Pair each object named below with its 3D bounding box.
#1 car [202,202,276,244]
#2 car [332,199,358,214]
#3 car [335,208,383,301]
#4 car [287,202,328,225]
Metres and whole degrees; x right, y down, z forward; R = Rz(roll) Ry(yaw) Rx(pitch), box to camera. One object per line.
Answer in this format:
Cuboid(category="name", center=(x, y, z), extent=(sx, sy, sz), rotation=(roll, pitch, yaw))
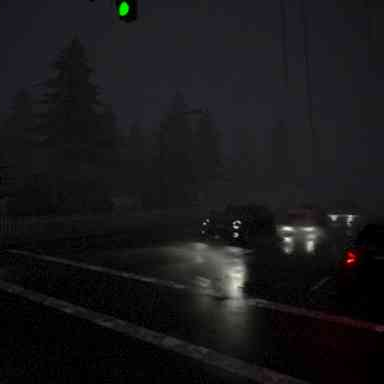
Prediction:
Cuboid(category="car", center=(2.397, 1.399, 16.333), extent=(2.097, 1.767, 4.553), rotation=(0, 0, 36))
Cuboid(category="car", center=(16.566, 1.585, 35.863), extent=(1.837, 1.490, 4.892), rotation=(0, 2, 36))
Cuboid(category="car", center=(4.966, 1.386, 7.774), extent=(2.097, 1.767, 4.553), rotation=(0, 0, 36))
Cuboid(category="car", center=(8.800, 1.542, 25.173), extent=(1.882, 1.535, 5.008), rotation=(0, 0, 36))
